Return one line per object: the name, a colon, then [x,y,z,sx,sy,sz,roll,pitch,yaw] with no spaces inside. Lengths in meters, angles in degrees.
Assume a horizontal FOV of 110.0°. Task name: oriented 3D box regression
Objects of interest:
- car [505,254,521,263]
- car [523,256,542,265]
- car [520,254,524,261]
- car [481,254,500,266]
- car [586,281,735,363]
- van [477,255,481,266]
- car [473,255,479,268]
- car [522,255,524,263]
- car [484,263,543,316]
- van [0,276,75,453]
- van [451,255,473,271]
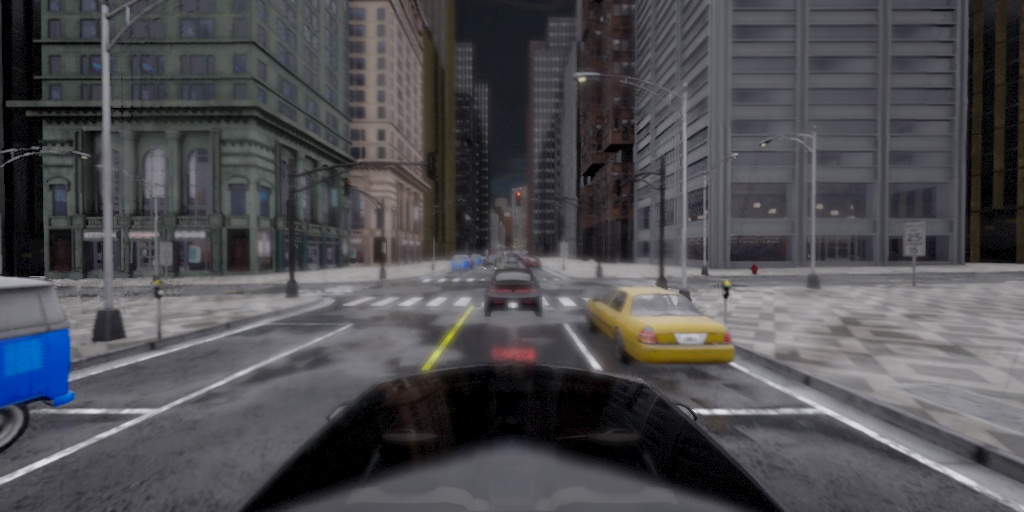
car: [0.081,0.818,64.795,1.994,1.385,4.181,0,0,0]
car: [2.798,0.942,45.795,1.888,1.381,4.507,0,0,0]
car: [2.802,0.798,62.540,1.751,1.417,4.829,0,0,0]
car: [-3.054,0.856,51.928,1.837,1.490,4.892,0,0,0]
car: [2.771,1.226,7.873,1.751,1.417,4.829,0,0,0]
van: [-5.750,0.654,56.866,1.690,1.789,3.998,0,0,0]
car: [-5.757,0.942,45.817,1.888,1.381,4.507,0,0,0]
car: [2.799,0.900,51.320,1.888,1.381,4.507,0,0,0]
car: [0.057,1.163,12.855,1.837,1.490,4.892,0,1,1]
van: [-5.762,1.086,2.309,1.690,1.789,3.998,0,0,0]
van: [-5.760,0.780,40.292,1.690,1.789,3.998,0,0,0]
